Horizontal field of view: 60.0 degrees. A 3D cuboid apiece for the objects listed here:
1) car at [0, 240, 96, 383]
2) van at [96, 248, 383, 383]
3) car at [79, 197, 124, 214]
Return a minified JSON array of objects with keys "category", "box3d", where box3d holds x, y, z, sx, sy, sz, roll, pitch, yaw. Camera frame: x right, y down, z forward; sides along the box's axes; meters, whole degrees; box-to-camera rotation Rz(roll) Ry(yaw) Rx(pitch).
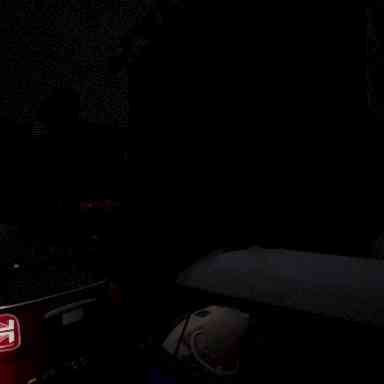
[{"category":"car","box3d":[-2.935,1.441,4.908,4.097,1.590,1.967,0,0,35]},{"category":"van","box3d":[1.494,1.341,1.753,3.998,1.788,1.690,0,0,35]},{"category":"car","box3d":[-9.021,1.304,33.609,2.097,1.767,4.553,-1,0,35]}]
